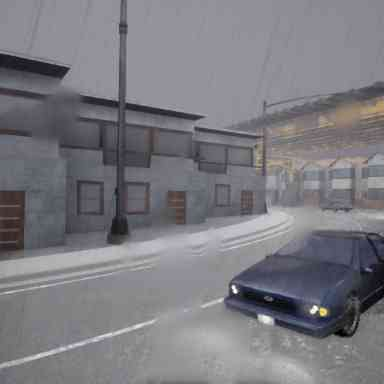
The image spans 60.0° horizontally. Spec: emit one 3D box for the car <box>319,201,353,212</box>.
[{"bbox_3d":[18.561,1.838,43.049,2.033,1.411,5.357,1,-1,-7],"label":"car"}]

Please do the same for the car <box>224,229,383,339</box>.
[{"bbox_3d":[2.970,1.519,6.906,2.033,1.411,5.357,0,0,44],"label":"car"}]
